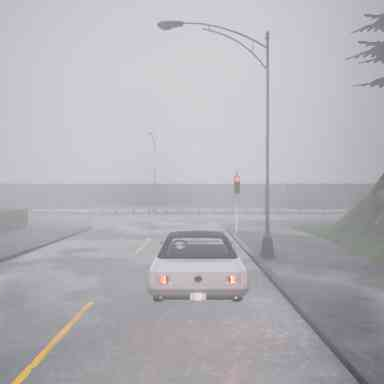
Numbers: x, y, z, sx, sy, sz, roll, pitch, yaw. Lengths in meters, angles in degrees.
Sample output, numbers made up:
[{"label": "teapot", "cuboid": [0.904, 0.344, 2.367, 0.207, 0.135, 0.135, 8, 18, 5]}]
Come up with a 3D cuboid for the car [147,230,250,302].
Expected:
[{"label": "car", "cuboid": [0.116, 1.601, 8.226, 1.895, 1.301, 4.718, 0, 0, 0]}]
